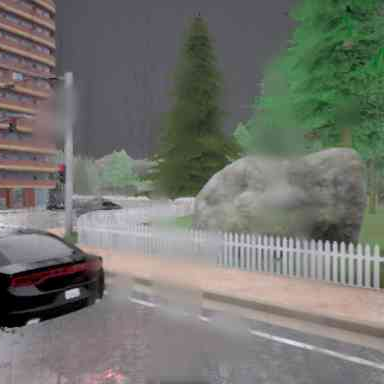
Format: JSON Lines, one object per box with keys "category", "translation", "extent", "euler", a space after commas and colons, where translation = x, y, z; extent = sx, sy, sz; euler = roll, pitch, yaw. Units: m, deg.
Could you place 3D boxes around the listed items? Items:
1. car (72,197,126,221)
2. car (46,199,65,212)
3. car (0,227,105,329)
{"category": "car", "translation": [-7.051, 1.418, 26.435], "extent": [1.837, 1.490, 4.892], "euler": [0, 0, 22]}
{"category": "car", "translation": [-14.269, 1.442, 37.950], "extent": [2.033, 1.411, 5.357], "euler": [0, 0, 10]}
{"category": "car", "translation": [-3.911, 1.467, 6.770], "extent": [5.008, 1.535, 1.882], "euler": [0, 0, 36]}
